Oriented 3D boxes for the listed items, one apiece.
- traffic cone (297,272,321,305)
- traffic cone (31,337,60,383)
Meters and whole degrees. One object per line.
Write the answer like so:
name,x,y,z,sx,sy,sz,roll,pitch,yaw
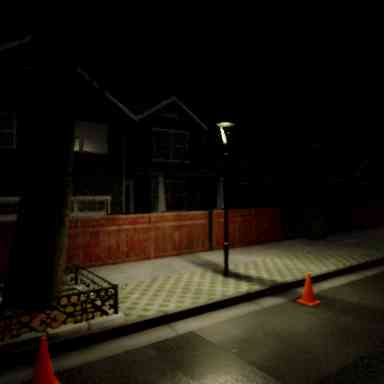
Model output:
traffic cone,2.363,1.923,6.716,0.340,0.580,0.340,0,0,-36
traffic cone,-1.694,1.954,3.794,0.340,0.580,0.340,0,0,-36
